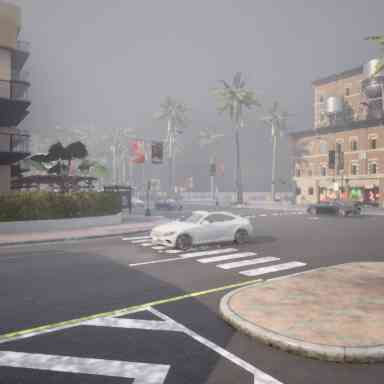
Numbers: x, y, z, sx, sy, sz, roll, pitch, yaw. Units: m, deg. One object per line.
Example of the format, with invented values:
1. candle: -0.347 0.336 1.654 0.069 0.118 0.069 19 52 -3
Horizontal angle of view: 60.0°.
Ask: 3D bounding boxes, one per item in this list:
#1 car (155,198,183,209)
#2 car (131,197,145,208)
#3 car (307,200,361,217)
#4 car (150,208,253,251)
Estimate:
1. car: -3.007 1.526 41.544 1.812 1.442 4.674 0 0 -35
2. car: -8.815 1.526 49.846 1.812 1.442 4.674 0 0 -35
3. car: 13.146 1.491 31.034 2.128 1.511 4.902 0 0 -35
4. car: 0.514 1.526 14.128 4.674 1.442 1.812 0 0 -33
